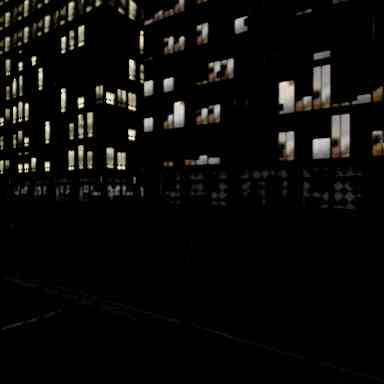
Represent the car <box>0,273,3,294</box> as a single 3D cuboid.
[{"bbox_3d":[-5.857,1.507,7.075,4.829,1.417,1.752,0,0,36],"label":"car"}]
